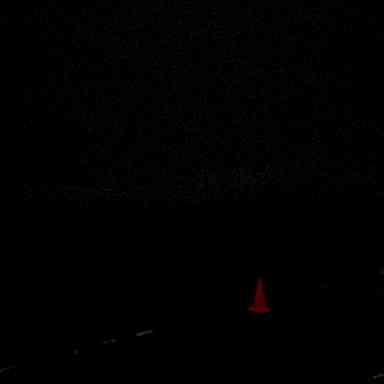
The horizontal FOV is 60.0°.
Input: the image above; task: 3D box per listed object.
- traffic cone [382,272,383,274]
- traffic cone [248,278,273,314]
[{"bbox_3d":[5.461,1.948,9.129,0.340,0.580,0.340,0,0,-34],"label":"traffic cone"},{"bbox_3d":[1.302,1.948,6.346,0.340,0.580,0.340,0,0,-34],"label":"traffic cone"}]
